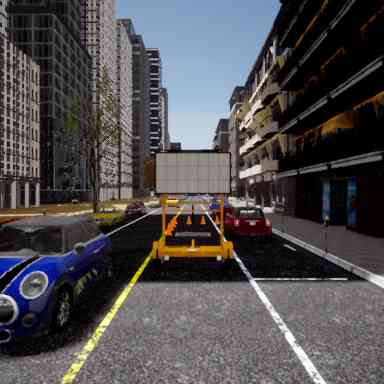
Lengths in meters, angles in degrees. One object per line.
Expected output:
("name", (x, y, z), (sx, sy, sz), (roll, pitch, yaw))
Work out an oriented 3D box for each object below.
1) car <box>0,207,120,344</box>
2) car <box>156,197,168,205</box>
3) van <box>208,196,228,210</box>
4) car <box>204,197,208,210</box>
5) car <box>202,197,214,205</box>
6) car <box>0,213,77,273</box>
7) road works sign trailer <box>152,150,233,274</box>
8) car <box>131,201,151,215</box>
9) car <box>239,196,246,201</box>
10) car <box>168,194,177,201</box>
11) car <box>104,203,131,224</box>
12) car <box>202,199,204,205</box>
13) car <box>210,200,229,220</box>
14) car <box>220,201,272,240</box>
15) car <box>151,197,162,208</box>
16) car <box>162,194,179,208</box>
("car", (-3.082, 1.353, 6.724), (2.097, 1.767, 4.553), (0, 0, 0))
("car", (-5.513, 1.588, 61.203), (1.887, 1.381, 4.507), (0, 0, 0))
("van", (2.786, 1.357, 33.514), (1.690, 1.788, 3.998), (0, 0, 0))
("car", (2.802, 1.460, 39.047), (1.967, 1.590, 4.097), (0, 0, 0))
("car", (2.867, 1.594, 61.178), (2.008, 1.369, 4.403), (0, 0, 0))
("car", (-5.660, 1.547, 11.409), (1.887, 1.381, 4.507), (0, 0, 0))
("road works sign trailer", (0.028, 0.466, 10.594), (2.380, 3.560, 2.880), (0, 0, 0))
("car", (-5.595, 1.597, 33.540), (1.802, 1.307, 4.206), (0, 0, 0))
("car", (13.661, 1.414, 80.552), (4.403, 1.369, 2.008), (-1, 1, 0))
("car", (-5.419, 1.415, 93.591), (2.192, 1.841, 5.009), (0, 0, 0))
("car", (-5.627, 1.532, 22.304), (1.752, 1.417, 4.829), (0, 0, 0))
("car", (2.835, 1.581, 50.112), (2.008, 1.369, 4.403), (0, 0, 0))
("car", (2.769, 1.593, 27.982), (1.802, 1.307, 4.206), (0, 0, 0))
("car", (2.737, 1.444, 16.916), (1.967, 1.590, 4.097), (0, 0, 0))
("car", (-5.546, 1.555, 49.967), (1.752, 1.417, 4.829), (0, 0, 0))
("car", (-2.861, 1.505, 47.881), (1.882, 1.535, 5.008), (0, 0, 0))
